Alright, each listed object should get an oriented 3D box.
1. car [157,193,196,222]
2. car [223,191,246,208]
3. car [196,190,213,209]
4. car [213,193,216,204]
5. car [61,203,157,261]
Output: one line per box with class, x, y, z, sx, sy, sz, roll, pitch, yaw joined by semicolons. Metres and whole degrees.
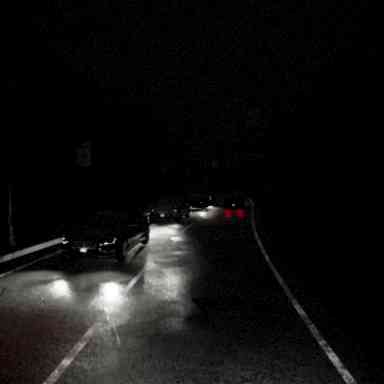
car;-1.354;1.056;22.041;2.128;1.511;4.902;0;1;10
car;4.250;0.856;33.222;1.895;1.301;4.718;0;1;10
car;0.536;0.793;32.383;1.882;1.535;5.008;0;1;10
car;1.469;0.565;37.543;2.097;1.767;4.553;0;1;10
car;-2.757;1.311;11.641;1.837;1.490;4.892;0;1;6
